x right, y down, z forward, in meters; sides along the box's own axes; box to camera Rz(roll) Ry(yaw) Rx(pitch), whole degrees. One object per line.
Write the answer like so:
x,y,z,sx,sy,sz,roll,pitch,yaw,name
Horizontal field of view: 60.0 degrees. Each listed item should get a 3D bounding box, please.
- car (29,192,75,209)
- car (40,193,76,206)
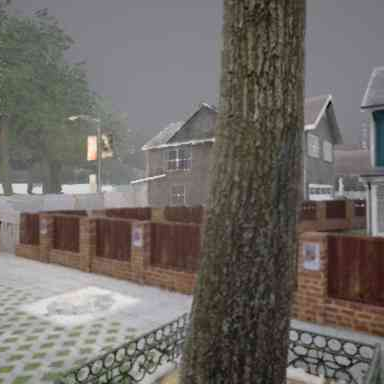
-16.643,0.950,39.641,2.097,1.767,4.553,-1,0,36,car
-14.284,1.023,37.355,1.882,1.535,5.008,-1,0,36,car
